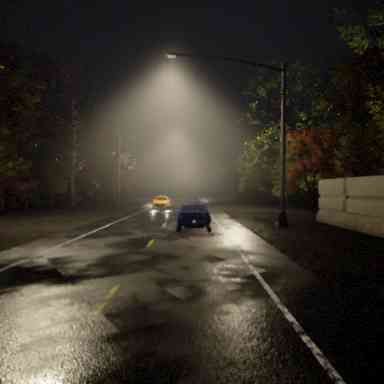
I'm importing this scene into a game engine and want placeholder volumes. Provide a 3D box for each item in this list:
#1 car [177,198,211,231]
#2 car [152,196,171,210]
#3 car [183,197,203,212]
[{"bbox_3d":[0.106,1.374,19.727,1.882,1.535,5.008,1,0,0],"label":"car"},{"bbox_3d":[-3.575,1.206,39.523,1.882,1.535,5.008,1,1,0],"label":"car"},{"bbox_3d":[0.110,1.326,37.659,2.033,1.411,5.357,1,0,0],"label":"car"}]
